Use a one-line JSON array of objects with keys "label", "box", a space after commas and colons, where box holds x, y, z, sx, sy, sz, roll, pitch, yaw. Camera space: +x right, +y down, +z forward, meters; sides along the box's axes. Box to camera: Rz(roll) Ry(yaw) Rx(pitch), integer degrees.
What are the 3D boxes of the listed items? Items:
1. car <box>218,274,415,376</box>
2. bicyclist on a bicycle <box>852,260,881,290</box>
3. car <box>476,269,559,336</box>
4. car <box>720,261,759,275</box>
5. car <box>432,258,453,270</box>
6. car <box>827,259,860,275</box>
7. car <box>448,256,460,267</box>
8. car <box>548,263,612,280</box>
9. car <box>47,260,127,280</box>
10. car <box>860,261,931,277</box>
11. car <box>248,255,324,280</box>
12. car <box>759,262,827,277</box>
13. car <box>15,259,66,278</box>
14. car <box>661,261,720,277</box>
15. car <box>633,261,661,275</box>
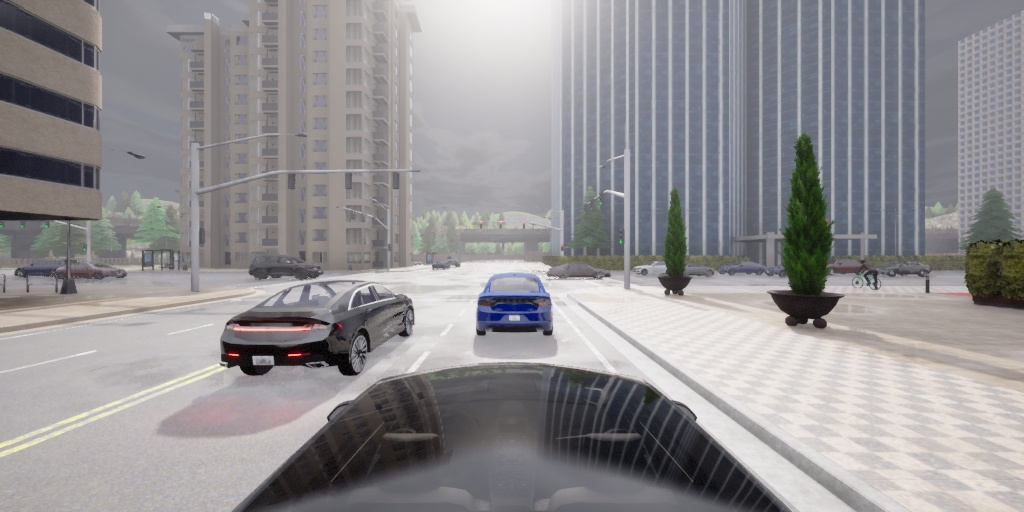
[{"label": "car", "box": [-3.446, 1.242, 7.416, 2.128, 1.511, 4.902, 0, 0, 0]}, {"label": "bicyclist on a bicycle", "box": [19.632, 1.051, 19.886, 0.582, 1.620, 1.656, 0, 0, -1]}, {"label": "car", "box": [0.071, 1.228, 10.455, 1.882, 1.535, 5.008, 0, 0, 0]}, {"label": "car", "box": [24.274, 1.276, 37.917, 4.674, 1.442, 1.812, 0, 0, 0]}, {"label": "car", "box": [-10.621, 1.351, 53.575, 1.895, 1.301, 4.718, 0, 0, 0]}, {"label": "car", "box": [34.359, 1.102, 38.014, 4.553, 1.767, 2.097, 0, 0, 0]}, {"label": "car", "box": [-10.588, 0.971, 64.249, 2.150, 2.045, 5.566, 0, 0, 0]}, {"label": "car", "box": [5.636, 1.297, 30.522, 5.357, 1.411, 2.033, 0, 0, -1]}, {"label": "car", "box": [-35.326, 1.276, 30.107, 4.674, 1.442, 1.812, 0, 0, -1]}, {"label": "car", "box": [37.234, 1.242, 34.538, 4.902, 1.511, 2.128, 0, 0, 0]}, {"label": "car", "box": [-19.014, 0.971, 30.263, 5.566, 2.045, 2.150, 0, 0, -1]}, {"label": "car", "box": [26.913, 1.276, 34.440, 4.674, 1.442, 1.812, 0, 0, 0]}, {"label": "car", "box": [-43.384, 1.102, 33.694, 4.553, 1.767, 2.097, 0, 0, -1]}, {"label": "car", "box": [16.994, 1.314, 34.343, 4.181, 1.385, 1.994, 0, 0, -1]}, {"label": "car", "box": [15.191, 1.276, 37.824, 4.674, 1.442, 1.812, 0, 0, -1]}]
